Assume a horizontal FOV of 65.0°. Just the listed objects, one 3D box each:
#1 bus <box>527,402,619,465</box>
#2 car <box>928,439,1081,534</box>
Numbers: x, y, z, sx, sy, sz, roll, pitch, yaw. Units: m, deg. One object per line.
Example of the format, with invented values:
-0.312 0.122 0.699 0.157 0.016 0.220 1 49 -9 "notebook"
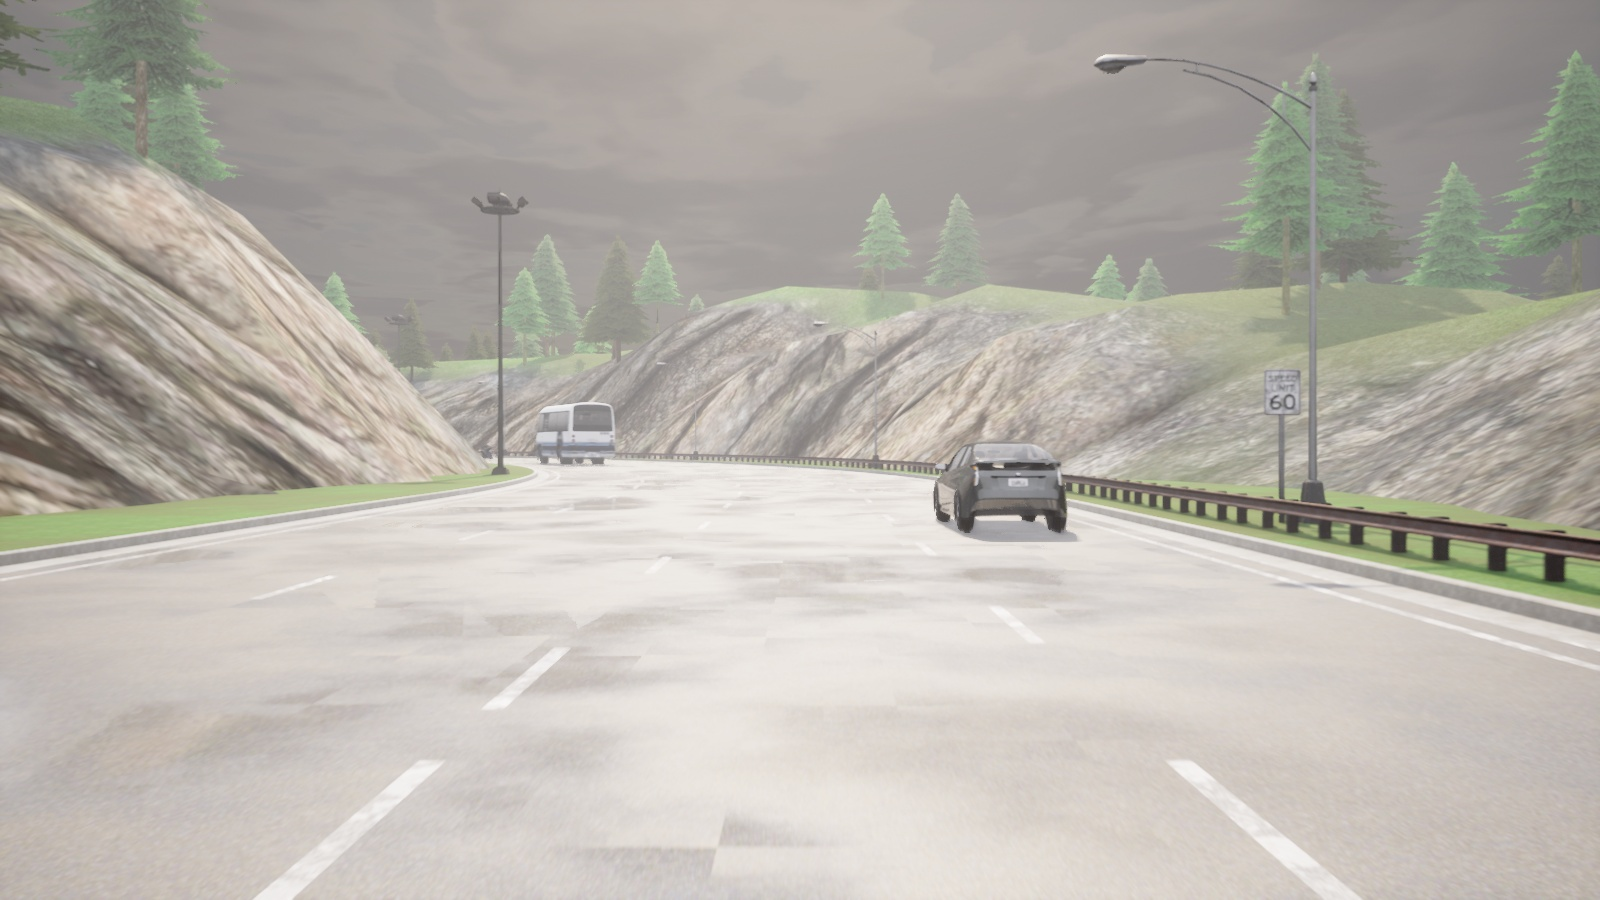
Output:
-16.398 -1.149 89.951 3.944 4.253 10.273 0 0 -25 "bus"
3.519 0.569 22.464 2.007 1.525 4.514 0 0 0 "car"
